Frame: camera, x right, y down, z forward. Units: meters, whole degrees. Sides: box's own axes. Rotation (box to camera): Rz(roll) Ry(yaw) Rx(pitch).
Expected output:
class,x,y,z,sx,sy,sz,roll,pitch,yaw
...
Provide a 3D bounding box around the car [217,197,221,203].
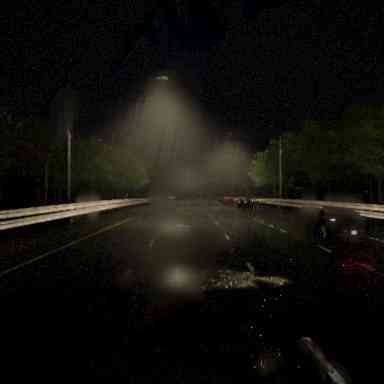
class,x,y,z,sx,sy,sz,roll,pitch,yaw
car,7.291,1.966,80.649,1.812,1.442,4.674,0,-1,0

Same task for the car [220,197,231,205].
class,x,y,z,sx,sy,sz,roll,pitch,yaw
car,7.177,1.803,64.373,1.994,1.385,4.181,0,-1,0

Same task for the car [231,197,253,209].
class,x,y,z,sx,sy,sz,roll,pitch,yaw
car,7.084,1.433,46.397,2.097,1.767,4.553,0,0,0

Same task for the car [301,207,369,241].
class,x,y,z,sx,sy,sz,roll,pitch,yaw
car,7.015,1.511,16.822,1.837,1.490,4.892,0,0,0
